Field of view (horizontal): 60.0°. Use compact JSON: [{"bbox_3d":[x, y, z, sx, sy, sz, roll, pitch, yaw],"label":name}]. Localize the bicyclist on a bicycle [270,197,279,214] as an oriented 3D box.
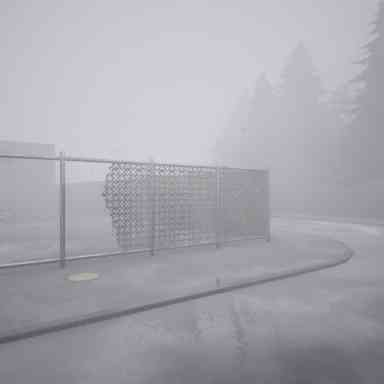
[{"bbox_3d":[7.935,1.349,32.468,1.656,1.620,0.582,0,0,-36],"label":"bicyclist on a bicycle"}]
